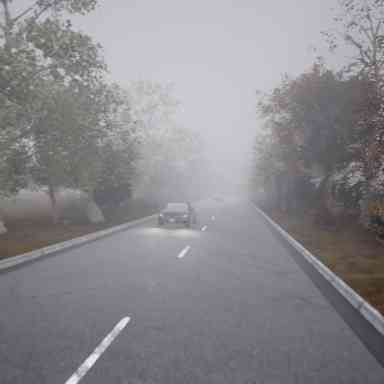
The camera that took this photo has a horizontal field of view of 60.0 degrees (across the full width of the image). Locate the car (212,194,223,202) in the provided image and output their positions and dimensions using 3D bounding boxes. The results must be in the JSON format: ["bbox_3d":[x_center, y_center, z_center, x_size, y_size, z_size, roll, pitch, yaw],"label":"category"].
[{"bbox_3d":[4.779,1.024,61.582,2.033,1.411,5.357,2,1,8],"label":"car"}]

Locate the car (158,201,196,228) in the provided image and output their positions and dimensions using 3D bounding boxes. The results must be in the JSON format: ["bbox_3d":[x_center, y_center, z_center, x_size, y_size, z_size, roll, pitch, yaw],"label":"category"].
[{"bbox_3d":[-0.802,1.295,20.723,1.812,1.442,4.674,2,1,8],"label":"car"}]
